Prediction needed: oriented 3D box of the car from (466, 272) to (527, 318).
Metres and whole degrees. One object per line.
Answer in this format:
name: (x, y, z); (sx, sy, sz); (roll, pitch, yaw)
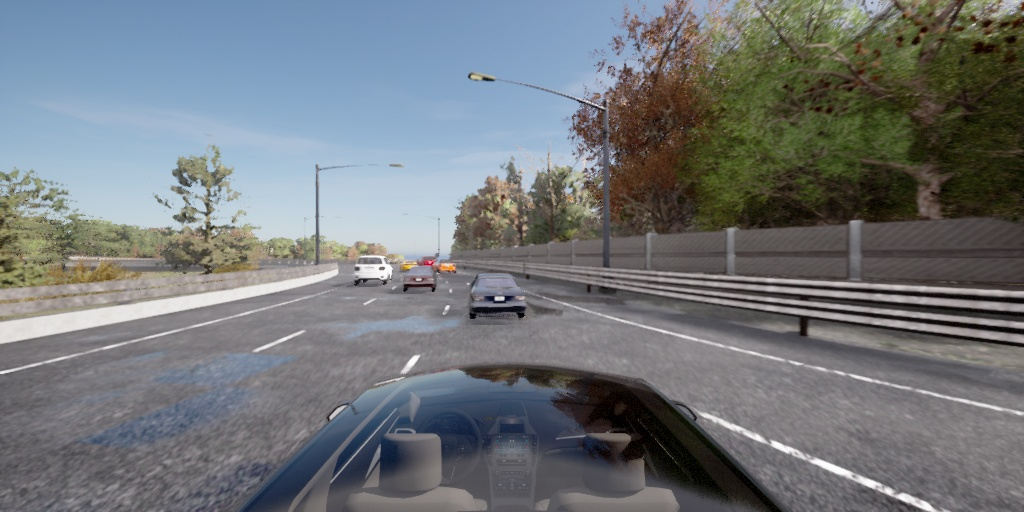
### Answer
car: (-0.653, 1.300, 13.048); (2.033, 1.411, 5.357); (0, 0, -7)

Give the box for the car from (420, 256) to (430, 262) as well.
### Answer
car: (-12.651, 1.018, 53.118); (2.150, 2.045, 5.566); (0, 0, -24)

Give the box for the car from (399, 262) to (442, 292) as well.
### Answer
car: (-5.509, 1.318, 21.812); (2.033, 1.411, 5.357); (0, 0, -11)

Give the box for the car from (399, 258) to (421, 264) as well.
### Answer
car: (-13.434, 1.277, 46.426); (1.882, 1.535, 5.008); (0, 0, -24)

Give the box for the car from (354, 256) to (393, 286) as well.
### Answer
car: (-10.124, 1.009, 26.403); (2.150, 2.045, 5.566); (0, 0, -14)

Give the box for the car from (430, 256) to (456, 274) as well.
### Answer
car: (-8.021, 1.133, 42.234); (2.097, 1.767, 4.553); (0, 0, -21)
